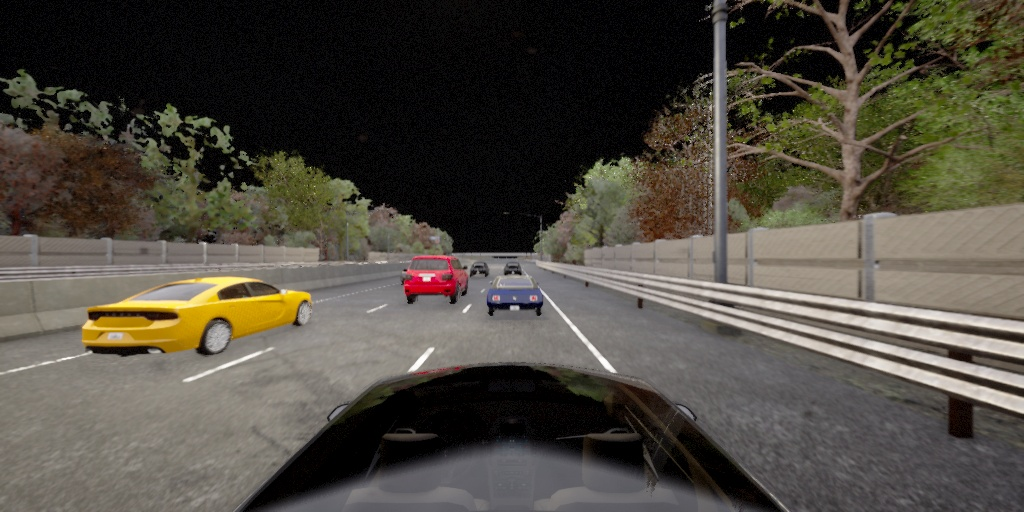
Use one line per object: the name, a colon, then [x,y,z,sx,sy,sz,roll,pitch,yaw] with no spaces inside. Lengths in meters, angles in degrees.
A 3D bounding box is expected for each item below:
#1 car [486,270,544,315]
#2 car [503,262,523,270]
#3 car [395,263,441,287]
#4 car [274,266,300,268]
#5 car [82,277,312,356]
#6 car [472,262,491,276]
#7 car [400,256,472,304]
car: [0.098,1.395,13.749,1.895,1.301,4.718,0,0,0]
car: [0.101,1.413,37.874,1.837,1.490,4.892,0,0,0]
car: [-6.904,1.346,26.907,2.128,1.511,4.902,0,0,0]
car: [-17.588,1.459,27.631,1.895,1.301,4.718,0,0,0]
car: [-6.898,1.253,8.713,1.882,1.535,5.008,0,0,0]
car: [-3.400,1.416,38.462,1.837,1.490,4.892,0,0,0]
car: [-3.399,1.030,17.001,2.150,2.045,5.566,0,0,0]
